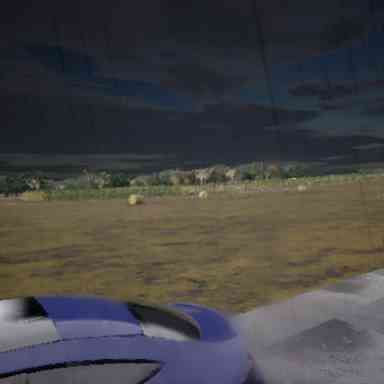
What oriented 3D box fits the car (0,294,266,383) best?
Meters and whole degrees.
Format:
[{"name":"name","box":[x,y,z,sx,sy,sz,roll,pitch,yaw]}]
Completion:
[{"name":"car","box":[-1.554,1.530,1.957,4.674,1.442,1.812,-1,1,-36]}]
